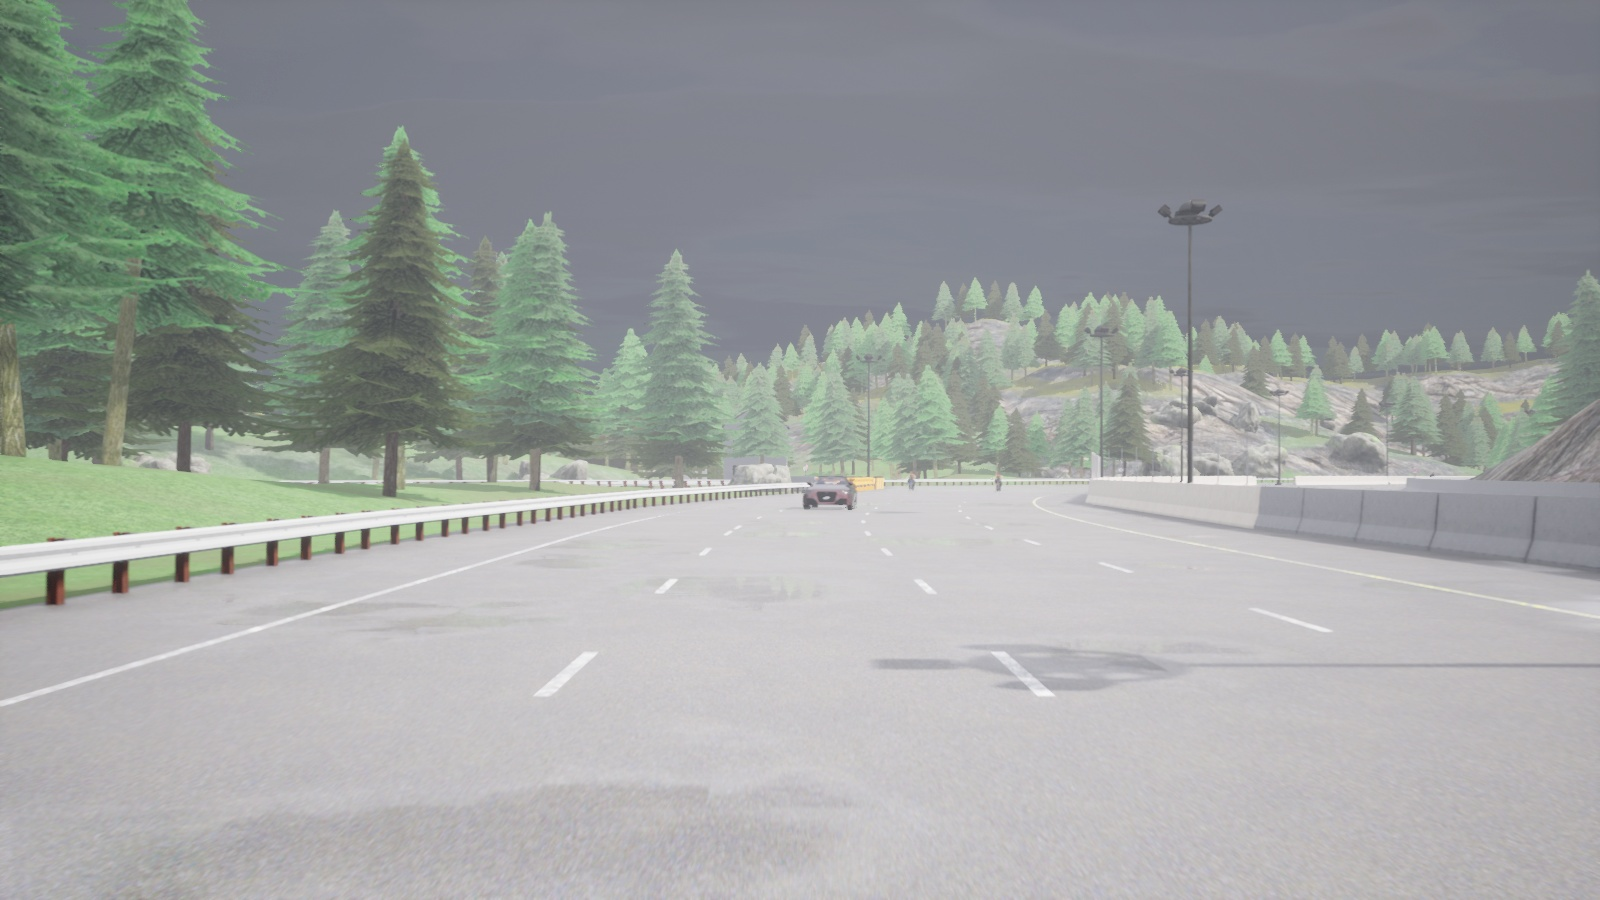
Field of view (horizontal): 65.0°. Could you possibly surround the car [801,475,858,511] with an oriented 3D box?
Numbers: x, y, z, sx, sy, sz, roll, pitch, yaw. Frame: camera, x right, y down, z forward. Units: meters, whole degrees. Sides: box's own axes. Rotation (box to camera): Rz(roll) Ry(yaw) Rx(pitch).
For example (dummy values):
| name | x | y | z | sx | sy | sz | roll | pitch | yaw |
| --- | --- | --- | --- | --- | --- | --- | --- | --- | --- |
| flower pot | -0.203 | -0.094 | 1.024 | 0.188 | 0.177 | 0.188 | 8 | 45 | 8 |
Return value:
| name | x | y | z | sx | sy | sz | roll | pitch | yaw |
| --- | --- | --- | --- | --- | --- | --- | --- | --- | --- |
| car | 1.255 | 1.734 | 51.421 | 1.994 | 1.385 | 4.181 | 0 | -1 | 6 |
